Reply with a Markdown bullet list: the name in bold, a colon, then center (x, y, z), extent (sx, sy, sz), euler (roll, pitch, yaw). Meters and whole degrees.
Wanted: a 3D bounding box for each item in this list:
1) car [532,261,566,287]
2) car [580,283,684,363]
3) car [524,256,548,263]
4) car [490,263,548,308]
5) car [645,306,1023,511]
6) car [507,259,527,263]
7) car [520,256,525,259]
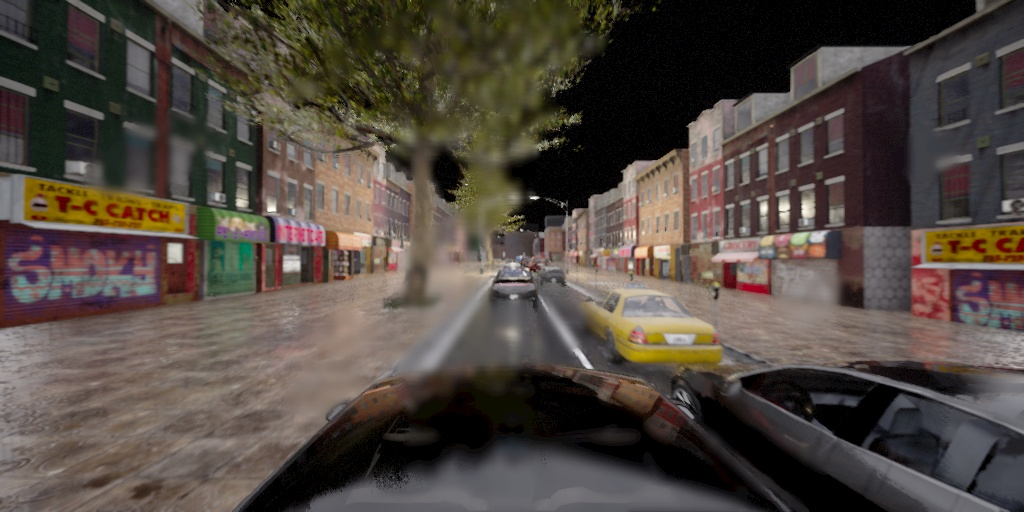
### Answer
- **car**: center (2.643, 1.279, 24.429), extent (2.007, 1.370, 4.403), euler (0, 0, 0)
- **car**: center (2.640, 1.273, 7.974), extent (1.751, 1.417, 4.829), euler (0, 0, 0)
- **car**: center (2.645, 1.022, 35.511), extent (2.192, 1.841, 5.009), euler (0, 0, 0)
- **car**: center (0.104, 1.232, 15.073), extent (2.128, 1.511, 4.902), euler (0, 0, 0)
- **car**: center (2.639, 1.316, 2.262), extent (1.948, 1.339, 4.313), euler (0, 0, 0)
- **car**: center (0.105, 1.257, 34.343), extent (2.033, 1.411, 5.357), euler (0, 0, 0)
- **car**: center (2.648, 0.988, 52.134), extent (2.192, 1.841, 5.009), euler (0, 0, 0)
